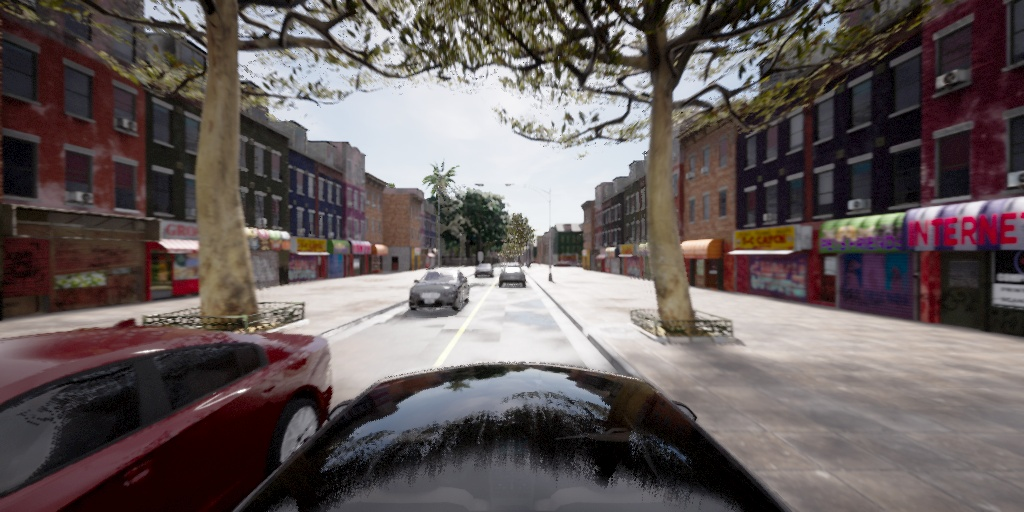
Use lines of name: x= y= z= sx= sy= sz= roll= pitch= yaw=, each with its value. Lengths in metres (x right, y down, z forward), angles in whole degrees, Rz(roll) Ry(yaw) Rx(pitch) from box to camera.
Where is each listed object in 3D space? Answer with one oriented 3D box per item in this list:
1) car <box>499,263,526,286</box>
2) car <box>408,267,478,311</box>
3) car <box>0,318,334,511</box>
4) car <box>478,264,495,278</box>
car: x=0.053 y=1.445 z=26.940 sx=1.994 sy=1.385 sz=4.181 roll=0 pitch=0 yaw=1
car: x=-2.837 y=1.301 z=14.789 sx=2.128 sy=1.511 sz=4.902 roll=0 pitch=0 yaw=0
car: x=-2.848 y=1.228 z=1.813 sx=1.882 sy=1.535 sz=5.008 roll=0 pitch=0 yaw=0
car: x=-2.764 y=1.502 z=37.263 sx=2.033 sy=1.411 sz=5.357 roll=0 pitch=0 yaw=0
